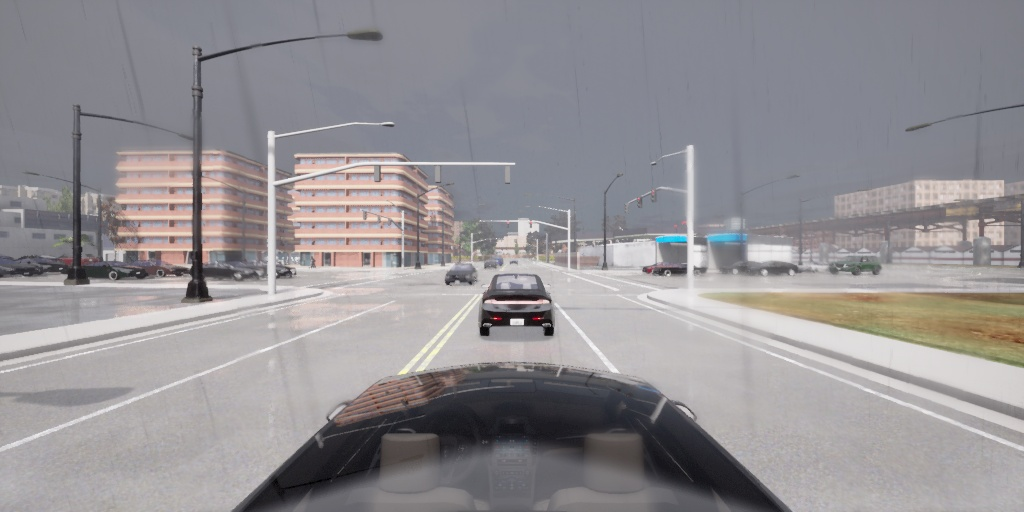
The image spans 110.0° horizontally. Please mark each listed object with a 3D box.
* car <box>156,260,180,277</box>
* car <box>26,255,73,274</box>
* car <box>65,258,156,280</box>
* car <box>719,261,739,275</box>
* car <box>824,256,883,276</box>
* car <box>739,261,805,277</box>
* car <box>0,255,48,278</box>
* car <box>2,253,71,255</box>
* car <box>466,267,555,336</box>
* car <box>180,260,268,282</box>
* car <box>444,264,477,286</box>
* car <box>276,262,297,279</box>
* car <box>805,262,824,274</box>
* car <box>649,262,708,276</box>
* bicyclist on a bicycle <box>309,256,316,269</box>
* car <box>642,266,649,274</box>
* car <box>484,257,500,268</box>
[{"bbox_3d":[-30.404,1.025,30.227,5.357,1.411,2.033,1,0,1],"label":"car"},{"bbox_3d":[-40.295,0.868,30.478,4.181,1.385,1.994,1,0,1],"label":"car"},{"bbox_3d":[-29.790,1.054,26.708,4.181,1.385,1.994,1,0,1],"label":"car"},{"bbox_3d":[25.218,1.255,39.234,4.892,1.490,1.837,0,0,-5],"label":"car"},{"bbox_3d":[36.327,0.971,37.836,5.566,2.045,2.150,0,0,-19],"label":"car"},{"bbox_3d":[25.913,1.255,35.781,4.892,1.490,1.837,0,0,-5],"label":"car"},{"bbox_3d":[-39.043,0.875,26.943,5.357,1.411,2.033,1,0,1],"label":"car"},{"bbox_3d":[-50.378,0.628,37.870,4.892,1.490,1.837,1,0,2],"label":"car"},{"bbox_3d":[0.121,1.242,10.320,2.128,1.511,4.902,0,0,0],"label":"car"},{"bbox_3d":[-20.950,1.109,26.485,4.902,1.511,2.128,1,0,1],"label":"car"},{"bbox_3d":[-3.474,1.262,25.549,2.033,1.411,5.357,0,0,0],"label":"car"},{"bbox_3d":[-20.661,1.109,29.976,4.902,1.511,2.128,1,0,1],"label":"car"},{"bbox_3d":[34.884,1.351,41.006,4.718,1.301,1.895,0,0,-19],"label":"car"},{"bbox_3d":[16.634,1.351,35.629,4.718,1.301,1.895,0,0,0],"label":"car"},{"bbox_3d":[-25.928,0.844,46.605,0.582,1.620,1.656,1,0,1],"label":"bicyclist on a bicycle"},{"bbox_3d":[16.474,1.314,39.157,4.181,1.385,1.994,0,0,1],"label":"car"},{"bbox_3d":[-3.318,1.255,56.761,1.837,1.490,4.892,0,0,0],"label":"car"}]
